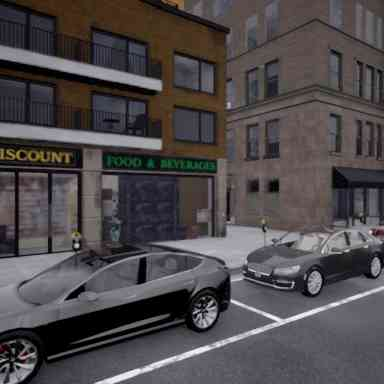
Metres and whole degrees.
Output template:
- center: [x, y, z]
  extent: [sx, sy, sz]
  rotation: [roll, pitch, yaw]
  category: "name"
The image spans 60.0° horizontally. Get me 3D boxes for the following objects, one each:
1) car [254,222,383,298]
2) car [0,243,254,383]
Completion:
- center: [3.205, 1.550, 8.437]
  extent: [4.403, 1.369, 2.008]
  rotation: [0, 0, -35]
  category: "car"
- center: [-1.304, 1.566, 5.256]
  extent: [4.313, 1.339, 1.947]
  rotation: [0, 0, -35]
  category: "car"
